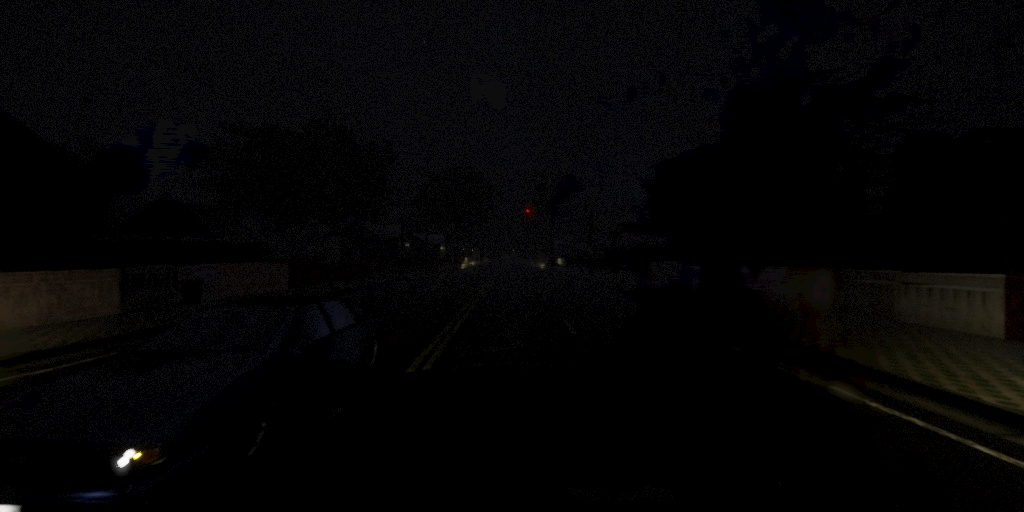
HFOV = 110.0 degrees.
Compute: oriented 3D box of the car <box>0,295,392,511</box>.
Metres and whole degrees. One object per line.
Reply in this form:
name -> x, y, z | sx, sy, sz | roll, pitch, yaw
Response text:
car -> -3.351, 1.296, 5.009 | 2.033, 1.411, 5.357 | 0, 0, 0
